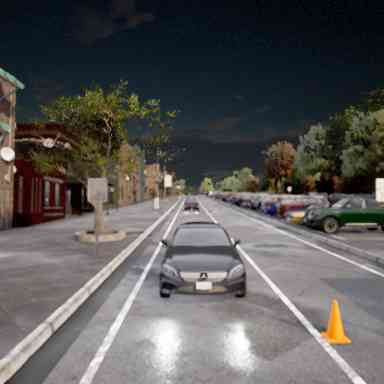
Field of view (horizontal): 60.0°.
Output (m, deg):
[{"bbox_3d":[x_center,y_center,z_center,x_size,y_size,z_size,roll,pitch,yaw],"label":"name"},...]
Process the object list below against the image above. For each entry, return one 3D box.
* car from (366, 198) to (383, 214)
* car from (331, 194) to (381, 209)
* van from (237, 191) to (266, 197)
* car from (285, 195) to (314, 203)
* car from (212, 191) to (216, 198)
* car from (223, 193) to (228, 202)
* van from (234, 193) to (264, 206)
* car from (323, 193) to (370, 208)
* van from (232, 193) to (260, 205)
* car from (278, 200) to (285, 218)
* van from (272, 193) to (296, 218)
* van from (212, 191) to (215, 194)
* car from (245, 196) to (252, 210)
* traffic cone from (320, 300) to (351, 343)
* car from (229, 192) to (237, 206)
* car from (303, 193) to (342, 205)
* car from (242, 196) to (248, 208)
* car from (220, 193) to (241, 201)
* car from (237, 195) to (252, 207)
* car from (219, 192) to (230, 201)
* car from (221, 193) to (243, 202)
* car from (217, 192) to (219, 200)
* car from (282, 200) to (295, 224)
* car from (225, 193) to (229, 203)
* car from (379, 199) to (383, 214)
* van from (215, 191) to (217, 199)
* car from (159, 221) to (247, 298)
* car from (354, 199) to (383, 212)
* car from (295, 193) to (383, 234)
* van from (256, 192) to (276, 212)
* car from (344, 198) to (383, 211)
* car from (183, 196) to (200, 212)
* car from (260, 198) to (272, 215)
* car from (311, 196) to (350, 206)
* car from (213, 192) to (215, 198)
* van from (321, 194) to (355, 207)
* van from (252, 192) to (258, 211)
[{"bbox_3d":[22.310,1.518,36.597,5.366,1.575,1.946,0,0,-1],"label":"car"},{"bbox_3d":[22.016,1.243,44.923,5.566,2.045,2.435,0,0,-1],"label":"car"},{"bbox_3d":[9.060,1.257,46.983,4.442,1.987,1.878,0,0,-1],"label":"van"},{"bbox_3d":[21.641,1.342,67.128,5.366,1.575,1.946,0,0,-1],"label":"car"},{"bbox_3d":[8.503,1.221,89.028,4.792,1.488,2.163,0,0,-1],"label":"car"},{"bbox_3d":[8.776,1.406,63.801,4.674,1.452,2.002,0,0,-1],"label":"car"},{"bbox_3d":[9.006,1.219,52.588,4.442,1.987,1.878,0,0,-1],"label":"van"},{"bbox_3d":[22.046,1.229,47.700,5.566,2.045,2.435,0,0,-1],"label":"car"},{"bbox_3d":[8.978,1.199,55.391,4.442,1.987,1.878,0,0,-1],"label":"van"},{"bbox_3d":[9.166,1.556,24.547,4.674,1.452,2.002,0,0,-1],"label":"car"},{"bbox_3d":[9.253,1.293,27.352,4.442,1.987,1.878,0,0,-1],"label":"van"},{"bbox_3d":[8.388,0.946,91.829,4.442,1.987,1.878,0,0,-1],"label":"van"},{"bbox_3d":[9.056,1.547,38.566,4.792,1.488,2.163,0,0,-1],"label":"car"},{"bbox_3d":[2.220,1.969,5.153,0.340,0.580,0.340,0,0,0],"label":"traffic cone"},{"bbox_3d":[8.888,1.213,49.782,5.566,2.045,2.435,0,0,-1],"label":"car"},{"bbox_3d":[21.964,1.171,56.026,5.566,2.045,2.435,0,0,-1],"label":"car"},{"bbox_3d":[8.996,1.549,41.373,4.674,1.452,2.002,0,0,-1],"label":"car"},{"bbox_3d":[8.638,1.163,75.012,4.553,1.767,2.185,0,0,-1],"label":"car"},{"bbox_3d":[8.978,1.497,44.176,4.892,1.521,2.231,0,0,-1],"label":"car"},{"bbox_3d":[8.723,1.096,66.602,5.566,2.045,2.435,0,0,-1],"label":"car"},{"bbox_3d":[8.665,1.182,72.209,4.553,1.767,2.185,0,0,-1],"label":"car"},{"bbox_3d":[8.696,1.076,69.405,5.566,2.045,2.435,0,0,-1],"label":"car"},{"bbox_3d":[9.006,1.511,21.743,5.366,1.575,1.946,0,0,-1],"label":"car"},{"bbox_3d":[8.828,1.406,58.195,4.892,1.521,2.231,0,0,-1],"label":"car"},{"bbox_3d":[22.148,1.523,33.818,5.008,1.535,2.097,0,0,-1],"label":"car"},{"bbox_3d":[8.498,1.024,80.616,4.442,1.987,1.878,0,0,-1],"label":"van"},{"bbox_3d":[0.219,1.543,8.711,1.812,1.442,4.674,0,0,0],"label":"car"},{"bbox_3d":[22.069,1.548,39.367,4.792,1.488,2.163,0,0,-1],"label":"car"},{"bbox_3d":[9.190,1.260,18.941,5.566,2.045,2.435,0,0,-1],"label":"car"},{"bbox_3d":[8.965,1.297,32.960,4.442,1.987,1.878,0,0,-1],"label":"van"},{"bbox_3d":[22.100,1.536,42.150,4.792,1.488,2.163,0,0,-1],"label":"car"},{"bbox_3d":[-0.043,1.544,39.950,2.033,1.411,5.357,0,0,0],"label":"car"},{"bbox_3d":[9.103,1.521,30.154,5.008,1.535,2.097,0,0,-1],"label":"car"},{"bbox_3d":[22.149,1.439,53.254,5.366,1.575,1.946,0,0,-1],"label":"car"},{"bbox_3d":[8.581,1.230,83.422,5.008,1.535,2.097,0,0,-1],"label":"car"},{"bbox_3d":[22.107,1.235,50.477,4.442,1.987,1.878,0,0,-1],"label":"van"},{"bbox_3d":[9.170,1.294,35.763,4.442,1.987,1.878,0,0,-1],"label":"van"}]
